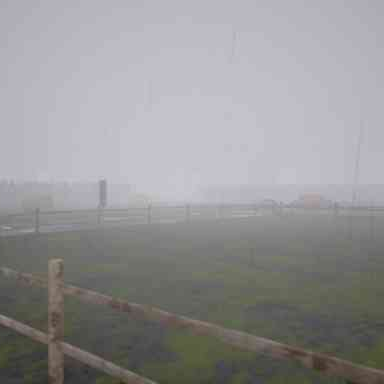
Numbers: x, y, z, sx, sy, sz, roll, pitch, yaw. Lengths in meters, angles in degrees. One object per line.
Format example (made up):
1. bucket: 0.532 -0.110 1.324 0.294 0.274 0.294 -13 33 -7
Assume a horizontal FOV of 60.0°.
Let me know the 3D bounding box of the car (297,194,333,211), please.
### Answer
1. car: 15.602 1.252 42.180 5.566 2.045 2.150 0 0 -38

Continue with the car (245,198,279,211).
1. car: 8.456 1.504 40.078 4.892 1.490 1.837 0 0 -39

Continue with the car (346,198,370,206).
1. car: 24.424 1.610 48.925 4.181 1.385 1.994 0 0 -36
